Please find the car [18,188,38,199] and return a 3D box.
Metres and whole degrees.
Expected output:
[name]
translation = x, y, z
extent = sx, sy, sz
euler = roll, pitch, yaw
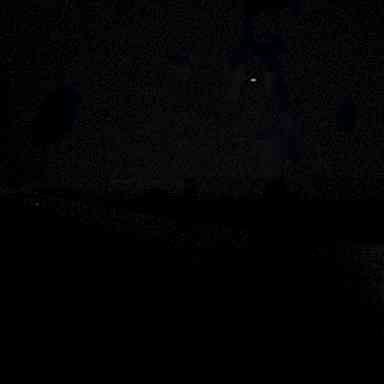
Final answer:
[car]
translation = -23.068, 0.147, 46.768
extent = 1.882, 1.535, 5.008
euler = -1, 3, -36
